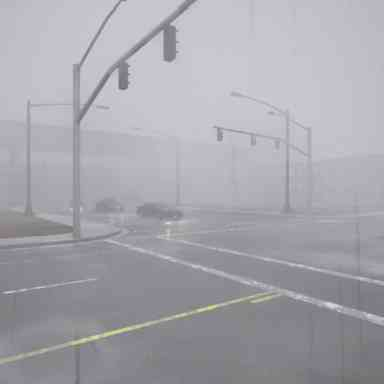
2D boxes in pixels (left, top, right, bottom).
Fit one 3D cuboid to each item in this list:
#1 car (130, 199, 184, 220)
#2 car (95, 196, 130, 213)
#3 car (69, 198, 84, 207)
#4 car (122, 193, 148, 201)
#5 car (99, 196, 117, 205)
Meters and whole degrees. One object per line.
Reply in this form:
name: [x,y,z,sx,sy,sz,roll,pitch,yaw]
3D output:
car: [-2.887,1.547,28.251,2.033,1.411,5.357,0,0,-36]
car: [-9.216,1.491,36.865,2.128,1.511,4.902,0,0,-36]
car: [-17.287,1.564,49.844,1.994,1.385,4.181,0,0,-19]
car: [-12.303,1.223,69.377,2.150,2.045,5.566,0,0,29]
car: [-14.992,1.526,59.810,1.812,1.442,4.674,0,0,3]
